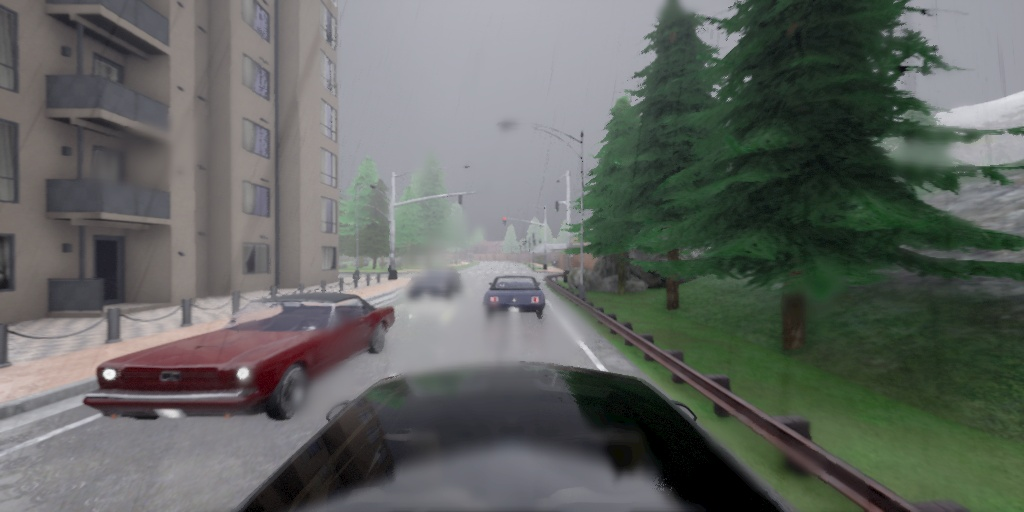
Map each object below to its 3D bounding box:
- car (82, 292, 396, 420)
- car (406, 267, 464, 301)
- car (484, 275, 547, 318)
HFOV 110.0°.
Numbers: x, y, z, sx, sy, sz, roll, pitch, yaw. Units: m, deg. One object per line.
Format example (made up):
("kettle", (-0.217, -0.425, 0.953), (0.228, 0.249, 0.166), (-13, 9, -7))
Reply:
("car", (-3.589, 1.343, 5.978), (1.895, 1.301, 4.718), (0, 0, 0))
("car", (-3.508, 1.268, 17.414), (2.033, 1.411, 5.357), (0, 0, 0))
("car", (0.103, 1.330, 12.882), (1.895, 1.301, 4.718), (0, 0, 0))
